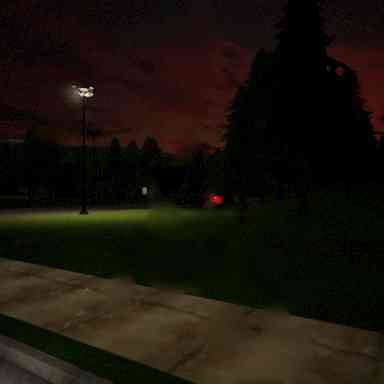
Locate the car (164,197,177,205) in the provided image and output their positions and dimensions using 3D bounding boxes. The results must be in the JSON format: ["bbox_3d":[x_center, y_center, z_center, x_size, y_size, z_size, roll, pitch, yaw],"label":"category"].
[{"bbox_3d":[-2.179,1.530,56.496,1.994,1.385,4.181,0,0,34],"label":"car"}]

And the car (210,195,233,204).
[{"bbox_3d":[5.744,1.192,62.314,2.150,2.045,5.566,0,0,33],"label":"car"}]

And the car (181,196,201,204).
[{"bbox_3d":[-0.128,1.489,66.125,1.812,1.442,4.674,0,0,33],"label":"car"}]

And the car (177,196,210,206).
[{"bbox_3d":[0.256,1.462,53.840,2.128,1.511,4.902,0,0,34],"label":"car"}]

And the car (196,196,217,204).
[{"bbox_3d":[2.800,1.493,64.207,1.812,1.442,4.674,0,0,33],"label":"car"}]

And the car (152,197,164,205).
[{"bbox_3d":[-5.105,1.527,58.417,1.994,1.385,4.181,0,0,34],"label":"car"}]
